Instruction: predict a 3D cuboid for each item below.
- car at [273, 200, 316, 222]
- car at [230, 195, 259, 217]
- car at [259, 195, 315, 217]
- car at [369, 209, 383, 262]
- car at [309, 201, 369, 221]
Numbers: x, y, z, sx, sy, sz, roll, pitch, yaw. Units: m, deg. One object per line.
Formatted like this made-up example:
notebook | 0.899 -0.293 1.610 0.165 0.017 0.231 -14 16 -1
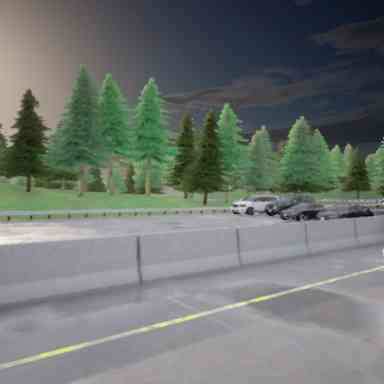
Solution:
car | 9.278 1.611 27.056 4.892 1.490 1.837 1 -1 -31
car | 6.534 1.332 33.587 5.566 2.045 2.150 1 0 -31
car | 9.389 1.339 31.216 5.566 2.045 2.150 1 0 -31
car | 7.345 1.274 8.913 5.566 2.045 2.150 0 0 -35
car | 11.033 1.611 24.029 4.892 1.490 1.837 1 -1 -31
